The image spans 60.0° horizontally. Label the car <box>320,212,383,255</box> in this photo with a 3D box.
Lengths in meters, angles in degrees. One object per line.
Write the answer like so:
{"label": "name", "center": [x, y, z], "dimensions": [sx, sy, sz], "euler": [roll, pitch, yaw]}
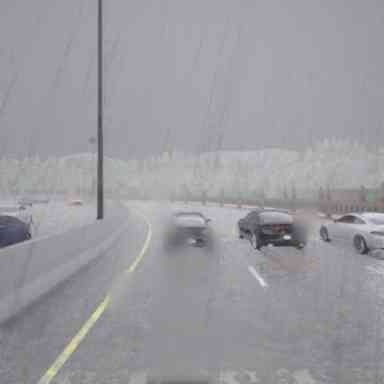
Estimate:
{"label": "car", "center": [6.846, 1.526, 13.269], "dimensions": [1.812, 1.442, 4.674], "euler": [0, 0, -3]}

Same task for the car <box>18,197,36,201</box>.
{"label": "car", "center": [-24.864, 1.508, 49.761], "dimensions": [1.837, 1.490, 4.892], "euler": [0, 0, -28]}

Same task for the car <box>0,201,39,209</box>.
{"label": "car", "center": [-11.738, 1.527, 21.491], "dimensions": [1.812, 1.442, 4.674], "euler": [0, 0, -9]}

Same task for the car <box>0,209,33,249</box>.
{"label": "car", "center": [-7.302, 1.526, 11.726], "dimensions": [1.812, 1.442, 4.674], "euler": [0, 0, -3]}

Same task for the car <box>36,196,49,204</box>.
{"label": "car", "center": [-27.511, 1.546, 60.814], "dimensions": [1.812, 1.442, 4.674], "euler": [0, 0, -35]}

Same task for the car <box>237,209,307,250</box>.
{"label": "car", "center": [3.266, 1.478, 14.437], "dimensions": [1.882, 1.535, 5.008], "euler": [0, 0, -4]}

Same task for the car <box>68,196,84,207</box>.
{"label": "car", "center": [-18.455, 1.480, 52.625], "dimensions": [1.882, 1.535, 5.008], "euler": [0, 0, -28]}

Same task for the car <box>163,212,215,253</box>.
{"label": "car", "center": [-0.176, 1.526, 13.595], "dimensions": [1.812, 1.442, 4.674], "euler": [0, 0, -3]}
